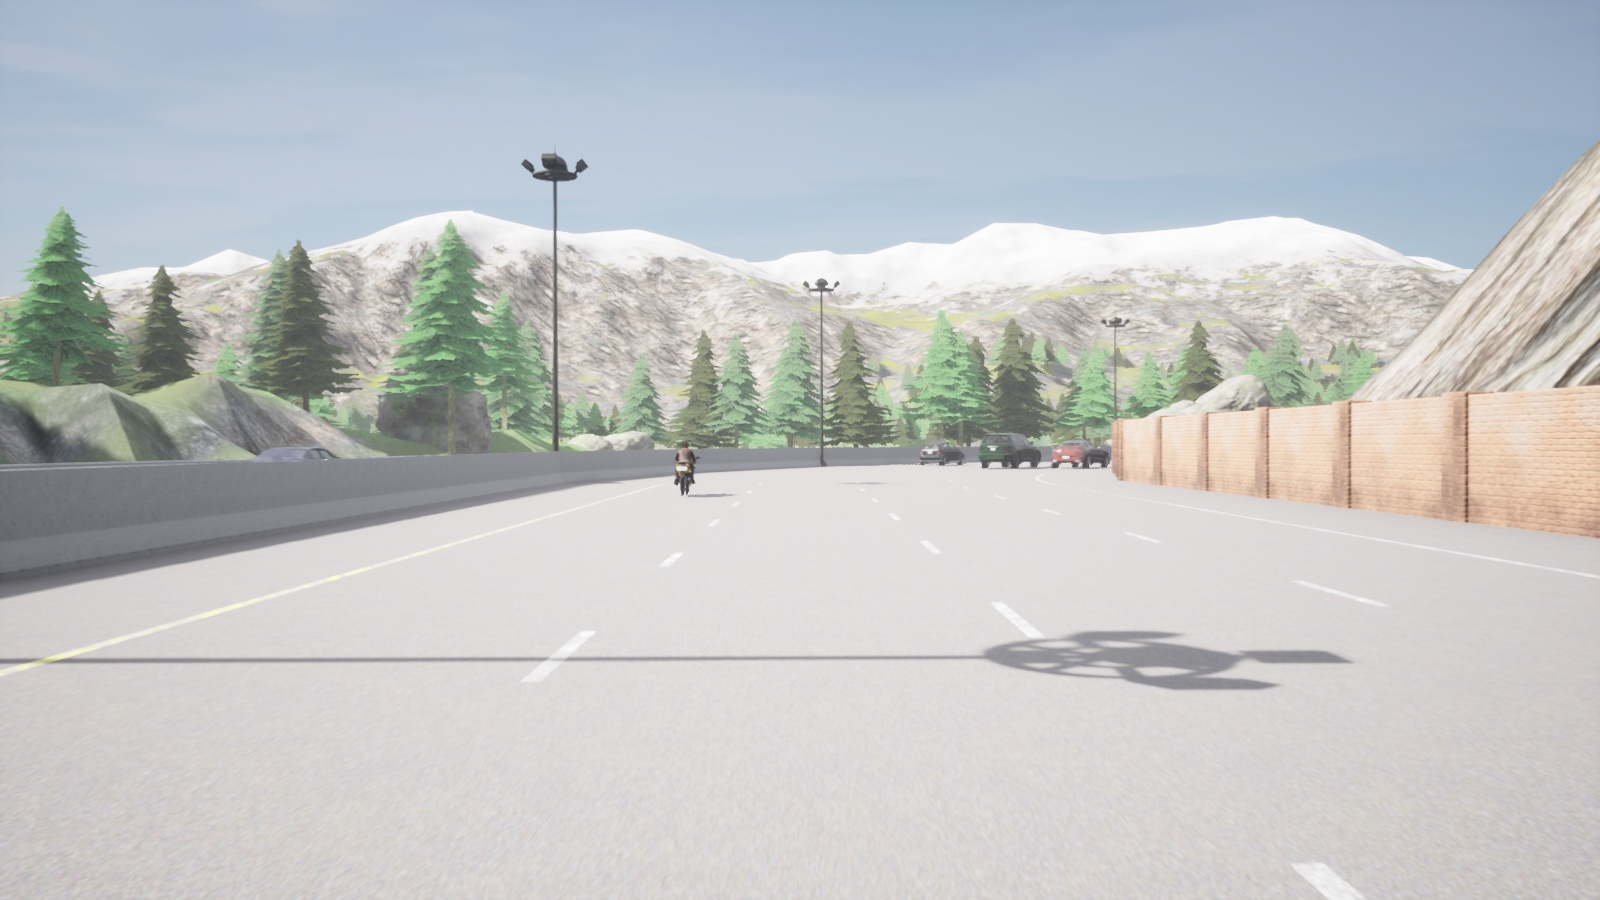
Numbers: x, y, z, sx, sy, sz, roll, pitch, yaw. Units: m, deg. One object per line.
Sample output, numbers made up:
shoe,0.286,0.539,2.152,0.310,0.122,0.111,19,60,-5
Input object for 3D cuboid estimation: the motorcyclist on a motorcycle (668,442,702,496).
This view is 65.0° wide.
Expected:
motorcyclist on a motorcycle,-3.285,0.523,36.019,0.797,1.523,2.044,0,0,0

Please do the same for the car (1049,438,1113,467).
car,16.622,0.121,74.109,2.152,1.651,5.027,0,0,32

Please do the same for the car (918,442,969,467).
car,9.418,0.269,82.168,1.789,1.549,3.705,0,0,35

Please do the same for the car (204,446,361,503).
car,-13.784,0.592,33.878,2.033,1.411,5.357,0,0,0

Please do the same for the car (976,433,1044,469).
car,12.436,0.058,74.031,2.150,2.045,5.566,0,0,30
